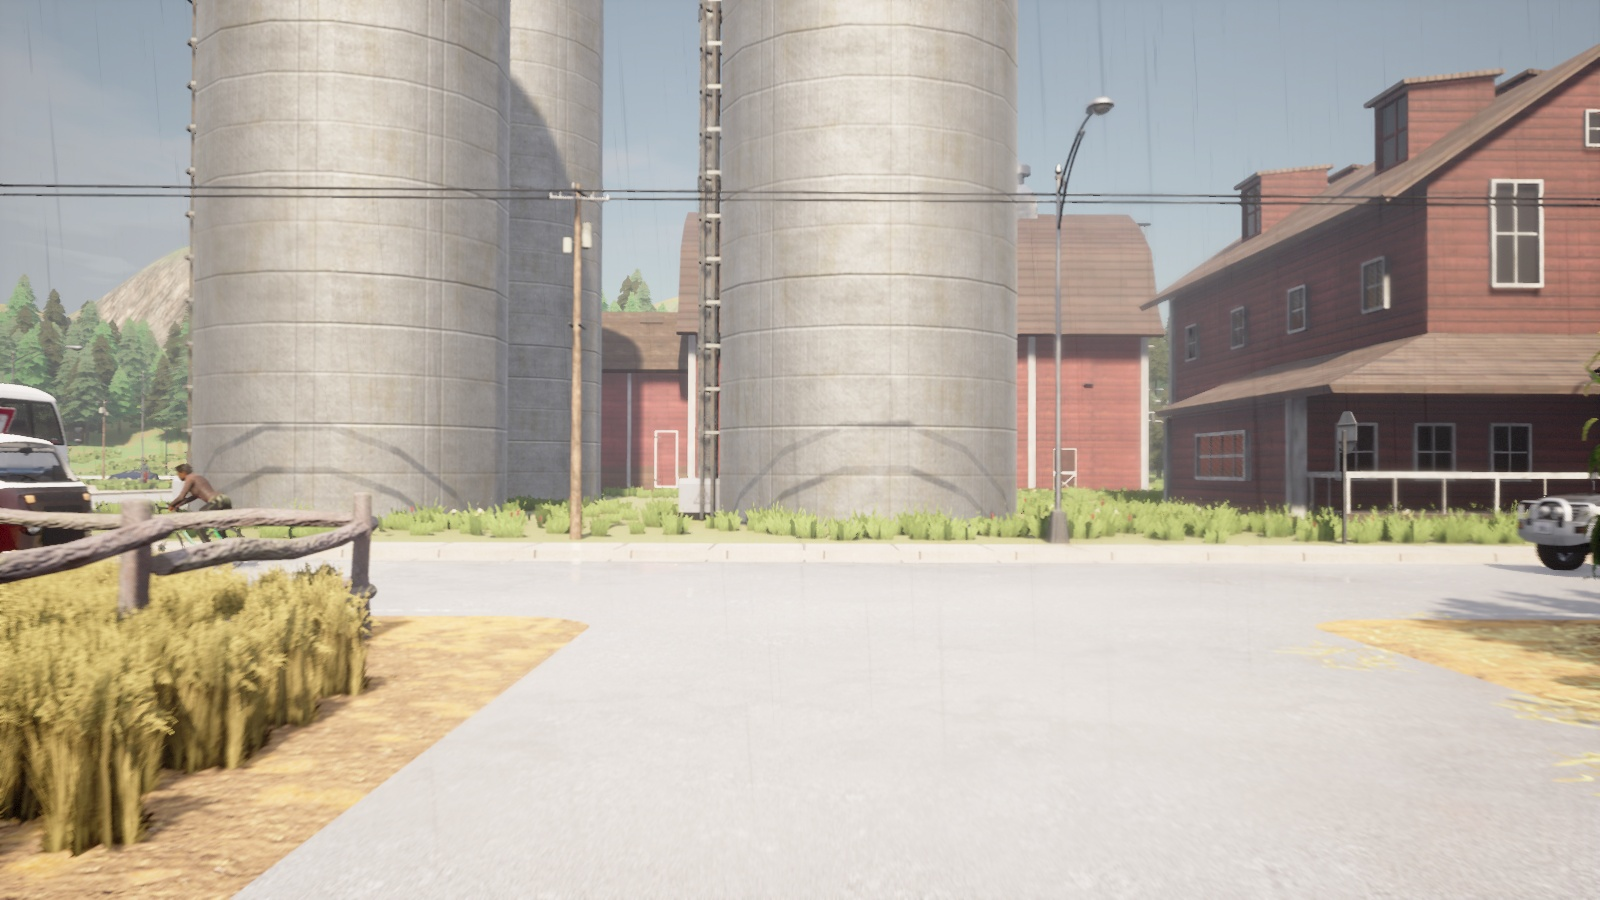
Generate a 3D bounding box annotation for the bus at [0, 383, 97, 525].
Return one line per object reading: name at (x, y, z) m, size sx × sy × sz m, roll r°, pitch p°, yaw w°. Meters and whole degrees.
bus at (-26.022, 0.138, 37.963) m, size 3.944 × 4.253 × 10.273 m, roll 0°, pitch -1°, yaw -1°

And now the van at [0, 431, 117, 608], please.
van at (-11.268, 0.828, 15.555) m, size 4.480 × 2.038 × 2.069 m, roll 0°, pitch -1°, yaw 0°

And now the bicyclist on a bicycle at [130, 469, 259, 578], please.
bicyclist on a bicycle at (-9.158, 1.102, 19.019) m, size 1.656 × 1.620 × 0.582 m, roll 0°, pitch -1°, yaw 1°

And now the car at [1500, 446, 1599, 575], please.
car at (13.521, 0.877, 19.142) m, size 4.605 × 1.855 × 1.932 m, roll 0°, pitch -1°, yaw 0°
